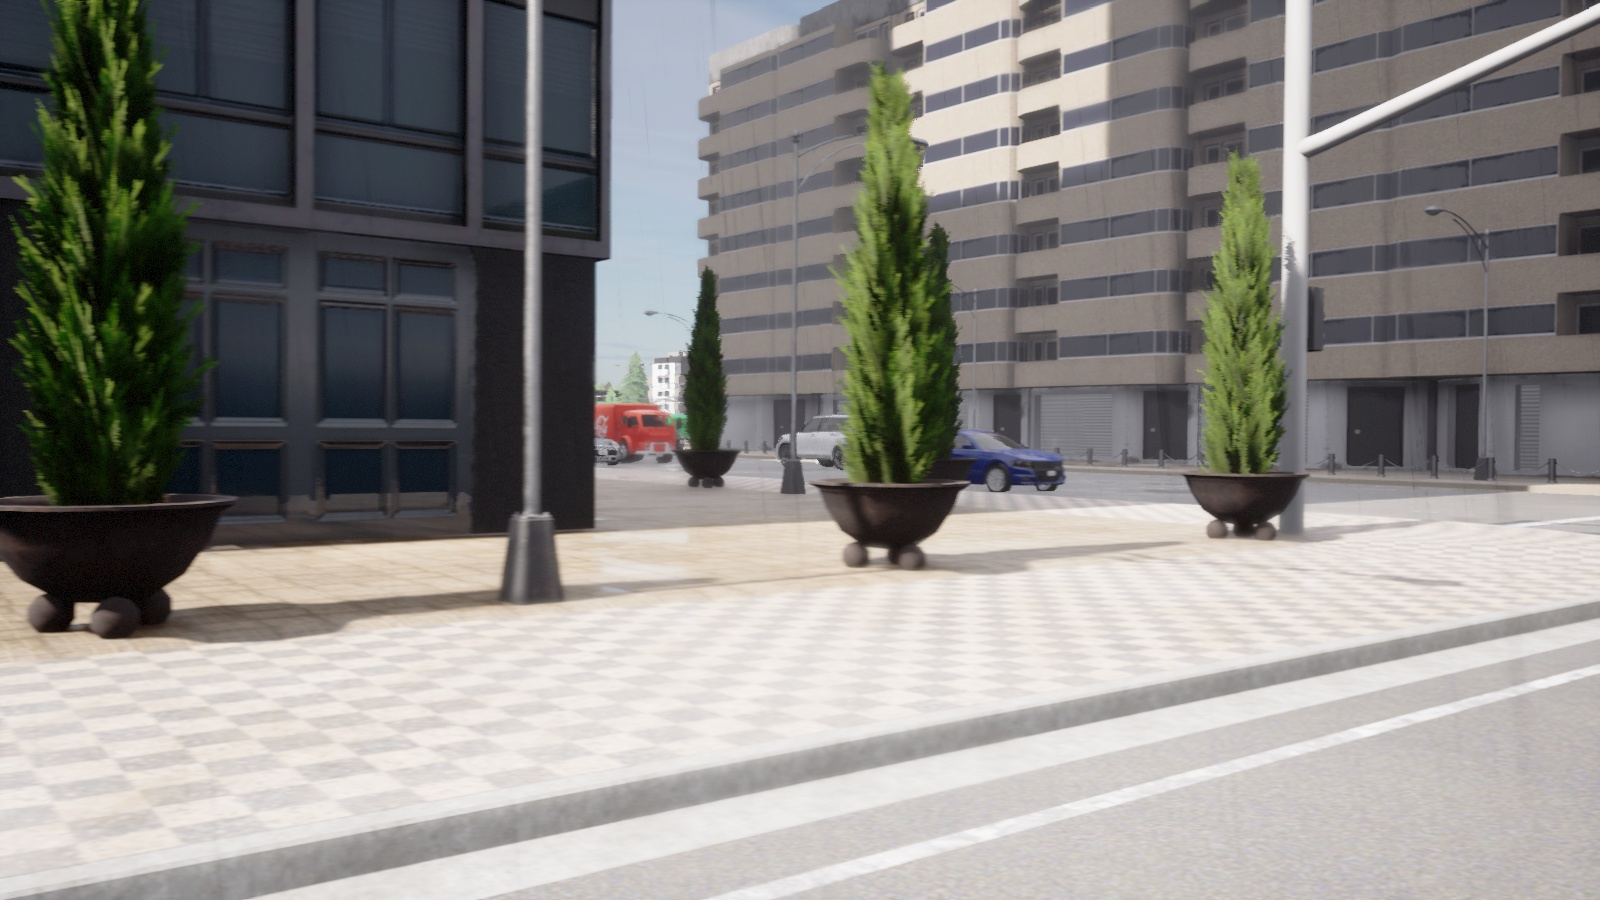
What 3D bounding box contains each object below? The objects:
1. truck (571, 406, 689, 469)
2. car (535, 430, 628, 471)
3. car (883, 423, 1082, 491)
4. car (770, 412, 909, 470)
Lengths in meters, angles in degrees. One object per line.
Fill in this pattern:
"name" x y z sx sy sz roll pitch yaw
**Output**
"truck" -7.161 -0.538 52.424 2.627 2.467 5.204 -1 1 -37
"car" -8.428 -0.001 48.320 1.970 1.475 3.806 -1 1 -37
"car" 4.441 0.135 31.354 1.882 1.535 5.008 -1 1 -37
"car" 1.385 -0.347 46.943 2.150 2.045 5.566 -1 1 -37
